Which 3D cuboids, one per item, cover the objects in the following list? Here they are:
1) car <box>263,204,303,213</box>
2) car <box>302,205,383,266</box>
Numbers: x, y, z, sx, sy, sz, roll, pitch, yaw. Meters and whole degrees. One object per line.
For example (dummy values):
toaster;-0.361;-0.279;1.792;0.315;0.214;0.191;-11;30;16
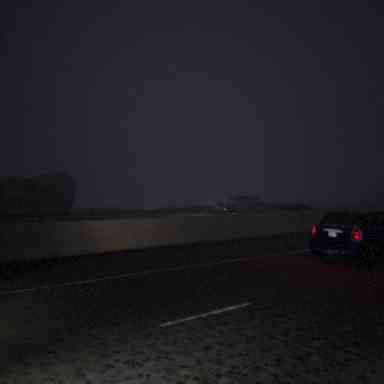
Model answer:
car;7.079;1.581;24.644;4.892;1.490;1.837;0;0;-28
car;6.358;1.401;11.861;4.553;1.767;2.097;0;0;-31
